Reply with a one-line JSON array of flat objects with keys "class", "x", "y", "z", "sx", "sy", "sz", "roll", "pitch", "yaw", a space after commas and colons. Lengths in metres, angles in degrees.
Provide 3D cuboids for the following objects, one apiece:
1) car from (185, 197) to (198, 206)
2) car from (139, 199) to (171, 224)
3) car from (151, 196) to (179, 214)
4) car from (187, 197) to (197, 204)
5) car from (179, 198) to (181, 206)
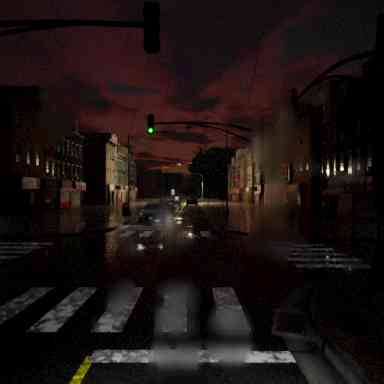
[{"class": "car", "x": -0.013, "y": 1.543, "z": 55.498, "sx": 1.837, "sy": 1.490, "sz": 4.892, "roll": 0, "pitch": 0, "yaw": 0}, {"class": "car", "x": -2.853, "y": 1.532, "z": 25.227, "sx": 1.812, "sy": 1.442, "sz": 4.674, "roll": 0, "pitch": 0, "yaw": 0}, {"class": "car", "x": -2.858, "y": 1.501, "z": 35.914, "sx": 2.128, "sy": 1.511, "sz": 4.902, "roll": 0, "pitch": 0, "yaw": 0}, {"class": "car", "x": -0.015, "y": 1.620, "z": 65.914, "sx": 1.994, "sy": 1.385, "sz": 4.181, "roll": 0, "pitch": 0, "yaw": 0}, {"class": "car", "x": -2.815, "y": 1.529, "z": 54.573, "sx": 2.128, "sy": 1.511, "sz": 4.902, "roll": 0, "pitch": 0, "yaw": 0}]
